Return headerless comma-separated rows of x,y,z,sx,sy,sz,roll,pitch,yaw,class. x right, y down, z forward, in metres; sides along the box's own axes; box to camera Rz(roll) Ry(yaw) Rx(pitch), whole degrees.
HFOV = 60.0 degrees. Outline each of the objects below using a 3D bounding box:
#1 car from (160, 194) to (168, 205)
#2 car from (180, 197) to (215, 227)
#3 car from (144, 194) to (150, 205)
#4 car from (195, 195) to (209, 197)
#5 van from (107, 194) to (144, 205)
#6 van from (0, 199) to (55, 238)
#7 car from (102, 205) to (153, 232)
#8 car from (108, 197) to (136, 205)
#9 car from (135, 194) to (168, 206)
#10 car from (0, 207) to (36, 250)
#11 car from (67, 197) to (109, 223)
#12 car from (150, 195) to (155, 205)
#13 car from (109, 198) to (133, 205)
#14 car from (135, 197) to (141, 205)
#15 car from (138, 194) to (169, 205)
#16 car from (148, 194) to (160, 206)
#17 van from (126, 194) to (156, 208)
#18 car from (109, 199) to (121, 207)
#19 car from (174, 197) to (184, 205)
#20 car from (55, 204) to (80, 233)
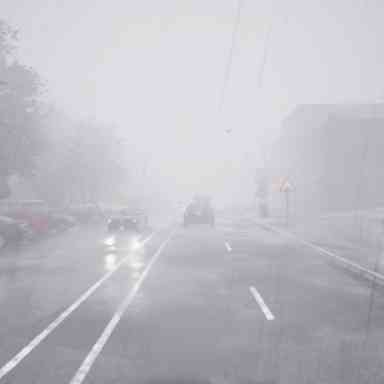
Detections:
-7.424,1.625,58.006,5.366,1.575,1.946,-1,0,-18,car
0.528,1.483,24.002,2.097,1.767,4.553,0,0,2,car
-8.282,1.528,43.141,4.553,1.767,2.185,-1,0,-17,car
1.226,1.379,41.371,2.150,2.045,5.566,0,0,3,car
-8.494,1.428,40.148,4.442,1.987,1.878,-1,0,-17,van
-9.381,1.365,16.410,4.442,1.987,1.878,-1,0,-19,van
-3.925,1.722,21.086,1.895,1.301,4.718,0,0,2,car
-8.827,1.647,34.213,5.366,1.575,1.946,-1,0,-18,car
-7.437,1.372,60.906,5.566,2.045,2.435,-1,0,-17,car
-9.325,1.573,13.479,5.008,1.535,2.097,-1,0,-19,car
-8.981,1.500,25.370,4.553,1.767,2.185,-1,0,-18,car
-8.128,1.651,46.111,5.008,1.535,2.097,-1,0,-17,car
-8.603,1.637,31.359,5.366,1.575,1.946,-1,0,-18,car
-8.543,1.681,37.219,4.792,1.488,2.163,-1,0,-18,car
-7.353,1.365,63.833,5.566,2.045,2.435,-1,0,-17,car
-8.020,1.398,49.053,5.566,2.045,2.435,-1,0,-18,car
-7.966,1.420,51.980,4.442,1.987,1.878,-1,0,-17,van
-8.906,1.636,28.332,4.892,1.521,2.231,-1,-1,-18,car
-2.119,1.639,62.316,1.837,1.490,4.892,0,0,3,car
-9.195,1.643,19.423,4.674,1.452,2.002,-1,-1,-19,car
